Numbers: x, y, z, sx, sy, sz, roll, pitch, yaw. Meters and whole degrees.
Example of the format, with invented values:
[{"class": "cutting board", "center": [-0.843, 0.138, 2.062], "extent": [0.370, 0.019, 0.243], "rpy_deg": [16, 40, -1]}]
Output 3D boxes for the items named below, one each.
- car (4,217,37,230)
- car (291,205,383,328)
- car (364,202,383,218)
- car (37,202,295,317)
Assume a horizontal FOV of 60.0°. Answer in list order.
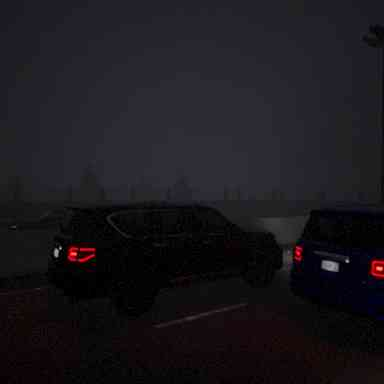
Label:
[{"class": "car", "center": [-6.584, 1.558, 16.372], "extent": [4.674, 1.442, 1.812], "rpy_deg": [1, 0, -34]}, {"class": "car", "center": [4.428, 1.282, 6.734], "extent": [5.566, 2.045, 2.150], "rpy_deg": [1, 0, -33]}, {"class": "car", "center": [20.279, 1.770, 33.847], "extent": [5.008, 1.535, 1.882], "rpy_deg": [0, 0, -18]}, {"class": "car", "center": [-0.341, 1.255, 7.754], "extent": [5.566, 2.045, 2.150], "rpy_deg": [1, 0, -35]}]
